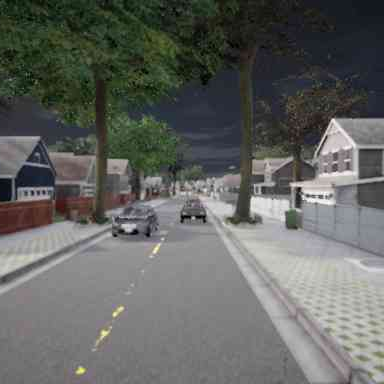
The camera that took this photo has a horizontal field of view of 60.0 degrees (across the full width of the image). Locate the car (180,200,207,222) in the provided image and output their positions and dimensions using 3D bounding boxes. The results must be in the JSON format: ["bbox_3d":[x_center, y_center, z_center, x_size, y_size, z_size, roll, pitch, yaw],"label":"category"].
[{"bbox_3d":[0.097,1.497,25.208,1.895,1.301,4.718,0,0,0],"label":"car"}]

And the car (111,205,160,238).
[{"bbox_3d":[-2.789,1.422,17.200,2.128,1.511,4.902,0,0,1],"label":"car"}]

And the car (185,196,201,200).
[{"bbox_3d":[0.115,1.319,43.863,1.837,1.490,4.892,0,1,0],"label":"car"}]
